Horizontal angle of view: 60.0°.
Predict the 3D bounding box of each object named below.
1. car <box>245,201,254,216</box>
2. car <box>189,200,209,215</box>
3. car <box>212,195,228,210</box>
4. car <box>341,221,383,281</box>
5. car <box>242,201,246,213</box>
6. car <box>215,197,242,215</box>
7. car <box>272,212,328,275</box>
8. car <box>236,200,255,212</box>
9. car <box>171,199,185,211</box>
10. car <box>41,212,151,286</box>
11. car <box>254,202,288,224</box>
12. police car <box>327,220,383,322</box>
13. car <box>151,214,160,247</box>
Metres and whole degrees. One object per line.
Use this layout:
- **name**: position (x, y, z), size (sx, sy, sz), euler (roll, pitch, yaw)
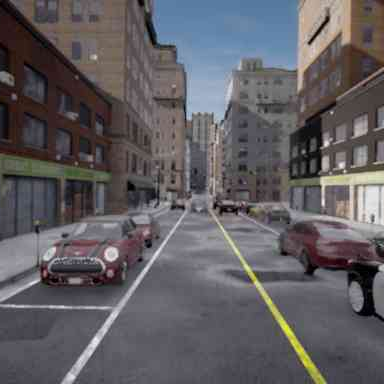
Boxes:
- **car**: position (6.521, 1.679, 31.606), size (1.752, 1.417, 4.829), euler (0, 0, 1)
- **car**: position (0.744, 1.580, 35.652), size (2.128, 1.511, 4.902), euler (1, 0, 1)
- **car**: position (3.967, 1.368, 45.567), size (2.150, 2.045, 5.566), euler (1, 0, 1)
- **car**: position (6.019, 1.651, 9.098), size (2.008, 1.369, 4.403), euler (0, 0, 1)
- **car**: position (6.642, 1.731, 37.020), size (1.947, 1.339, 4.313), euler (0, 0, 1)
- **car**: position (3.783, 1.604, 35.436), size (1.882, 1.535, 5.008), euler (1, 0, 2)
- **car**: position (4.091, 1.605, 10.612), size (1.812, 1.442, 4.674), euler (1, 0, 1)
- **car**: position (6.766, 1.759, 42.605), size (1.802, 1.307, 4.206), euler (0, 0, 1)
- **car**: position (-1.776, 1.613, 42.792), size (1.887, 1.381, 4.507), euler (0, 0, 1)
- **car**: position (-2.515, 1.431, 9.286), size (1.967, 1.590, 4.097), euler (0, 0, 1)
- **car**: position (6.393, 1.692, 25.851), size (2.008, 1.369, 4.403), euler (0, 0, 1)
- **police car**: position (3.962, 1.488, 4.723), size (1.930, 1.638, 5.238), euler (1, 0, 1)
- **car**: position (-2.392, 1.587, 14.871), size (1.802, 1.307, 4.206), euler (0, 0, 1)
